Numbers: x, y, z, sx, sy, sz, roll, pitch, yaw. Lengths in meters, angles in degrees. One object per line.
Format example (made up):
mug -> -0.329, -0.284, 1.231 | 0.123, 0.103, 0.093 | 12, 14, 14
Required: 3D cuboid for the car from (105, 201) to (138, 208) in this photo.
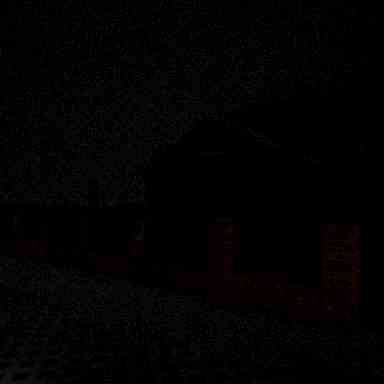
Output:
car -> -6.387, 1.621, 28.593 | 2.097, 1.767, 4.553 | -1, -1, 35
